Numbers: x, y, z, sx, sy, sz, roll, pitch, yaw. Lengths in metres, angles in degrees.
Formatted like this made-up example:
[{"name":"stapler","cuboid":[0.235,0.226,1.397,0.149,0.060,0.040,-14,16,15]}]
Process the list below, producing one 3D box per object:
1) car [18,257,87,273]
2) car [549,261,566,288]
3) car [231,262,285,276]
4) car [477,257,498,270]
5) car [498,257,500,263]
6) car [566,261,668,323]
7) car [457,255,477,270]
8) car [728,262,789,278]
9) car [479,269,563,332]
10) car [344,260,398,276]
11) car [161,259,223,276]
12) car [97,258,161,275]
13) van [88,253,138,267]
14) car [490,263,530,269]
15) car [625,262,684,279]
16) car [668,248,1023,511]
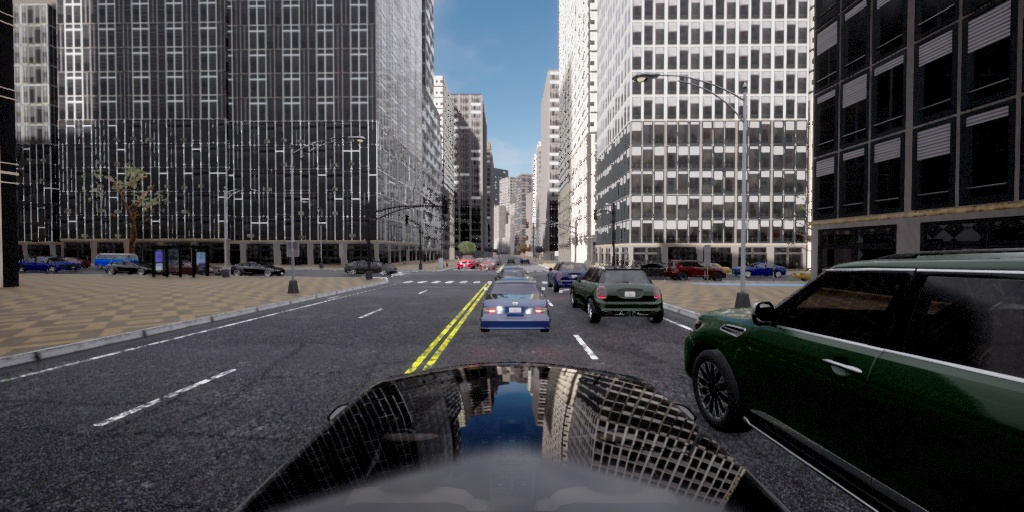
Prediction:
[{"name":"car","cuboid":[-45.707,0.830,35.357,5.008,1.535,1.882,1,1,1]},{"name":"car","cuboid":[3.300,1.091,21.104,2.097,1.767,4.553,0,0,0]},{"name":"car","cuboid":[-22.809,1.172,32.217,4.313,1.339,1.948,0,0,1]},{"name":"car","cuboid":[-3.440,1.066,51.230,2.097,1.767,4.553,0,0,-1]},{"name":"car","cuboid":[-3.480,1.229,60.074,1.812,1.442,4.674,0,0,0]},{"name":"car","cuboid":[3.324,1.097,12.240,2.097,1.767,4.553,0,0,0]},{"name":"car","cuboid":[-6.721,0.933,53.374,2.150,2.045,5.566,0,0,0]},{"name":"car","cuboid":[25.684,1.420,37.426,5.008,1.535,1.882,1,1,1]},{"name":"car","cuboid":[0.079,1.293,10.793,2.033,1.411,5.357,0,0,0]},{"name":"car","cuboid":[-13.615,1.150,34.762,4.892,1.490,1.837,1,1,1]},{"name":"car","cuboid":[-28.493,1.136,32.336,4.207,1.307,1.802,0,0,1]},{"name":"car","cuboid":[-34.174,1.067,32.495,4.313,1.339,1.948,0,0,1]},{"name":"van","cuboid":[-45.388,0.602,41.127,3.998,1.789,1.690,0,0,1]},{"name":"car","cuboid":[0.052,1.304,20.036,1.994,1.385,4.181,0,0,0]},{"name":"car","cuboid":[13.619,1.394,34.401,4.892,1.490,1.837,0,1,1]},{"name":"car","cuboid":[3.345,0.971,2.394,2.150,2.045,5.566,0,0,0]}]
